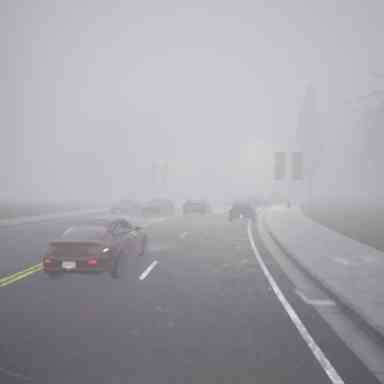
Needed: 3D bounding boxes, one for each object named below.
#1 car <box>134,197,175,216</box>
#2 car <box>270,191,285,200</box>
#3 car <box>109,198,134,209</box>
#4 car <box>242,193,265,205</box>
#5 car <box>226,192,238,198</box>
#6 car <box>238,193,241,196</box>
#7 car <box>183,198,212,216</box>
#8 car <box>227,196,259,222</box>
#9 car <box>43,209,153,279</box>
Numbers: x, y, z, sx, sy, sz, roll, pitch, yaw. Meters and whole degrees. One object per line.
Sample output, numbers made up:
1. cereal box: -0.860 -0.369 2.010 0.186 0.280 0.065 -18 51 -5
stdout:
1. car: -2.959 1.234 29.300 1.882 1.535 5.008 0 1 14
2. car: 15.621 0.580 60.806 2.097 1.767 4.553 0 1 25
3. car: -5.852 1.300 31.310 2.033 1.411 5.357 0 1 14
4. car: 8.495 1.007 44.439 1.812 1.442 4.674 0 1 23
5. car: 8.639 0.770 68.715 2.033 1.411 5.357 0 1 25
6. car: 11.420 0.844 66.987 1.895 1.301 4.718 0 1 25
7. car: 0.536 1.230 29.065 2.128 1.511 4.902 0 1 13
8. car: 3.671 1.285 24.005 1.837 1.490 4.892 0 1 12
9. car: -2.590 1.457 9.776 1.812 1.442 4.674 0 0 4
